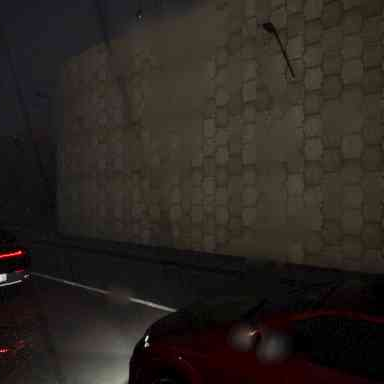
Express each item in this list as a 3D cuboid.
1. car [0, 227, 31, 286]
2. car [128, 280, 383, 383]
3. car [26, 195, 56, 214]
[{"bbox_3d":[-5.855,1.505,8.171,4.892,1.490,1.837,0,0,36],"label":"car"},{"bbox_3d":[1.394,1.564,2.997,4.181,1.385,1.994,0,0,36],"label":"car"},{"bbox_3d":[-12.921,1.061,31.037,2.128,1.511,4.902,0,5,35],"label":"car"}]
